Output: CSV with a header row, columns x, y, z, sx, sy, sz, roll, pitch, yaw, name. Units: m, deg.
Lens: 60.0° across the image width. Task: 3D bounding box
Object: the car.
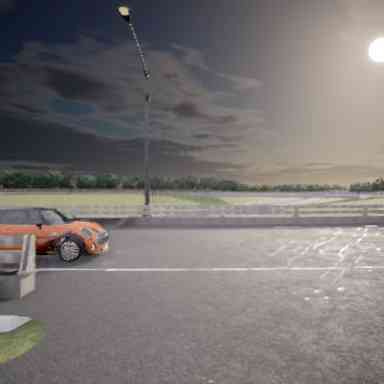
x,y,z,sx,sy,sz,roll,pitch,yaw,name
-5.177,1.299,11.367,4.553,1.767,2.097,0,0,1,car
